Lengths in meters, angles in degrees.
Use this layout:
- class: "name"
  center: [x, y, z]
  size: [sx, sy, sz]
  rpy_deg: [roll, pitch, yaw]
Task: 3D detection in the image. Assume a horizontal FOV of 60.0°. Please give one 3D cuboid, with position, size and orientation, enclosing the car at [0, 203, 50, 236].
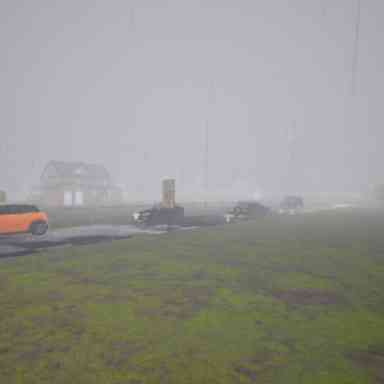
- class: "car"
  center: [-9.558, 1.355, 16.318]
  size: [2.097, 1.767, 4.553]
  rpy_deg: [0, 0, 42]

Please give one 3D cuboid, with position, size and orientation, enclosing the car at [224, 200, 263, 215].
- class: "car"
  center: [5.815, 1.655, 36.853]
  size: [2.033, 1.411, 5.357]
  rpy_deg: [0, 0, 36]

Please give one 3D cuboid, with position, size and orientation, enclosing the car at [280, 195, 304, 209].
- class: "car"
  center: [14.882, 1.510, 49.264]
  size: [2.150, 2.045, 5.566]
  rpy_deg: [0, 0, 36]

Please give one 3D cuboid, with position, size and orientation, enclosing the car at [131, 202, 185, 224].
- class: "car"
  center: [-2.497, 1.537, 25.337]
  size: [2.128, 1.511, 4.902]
  rpy_deg: [0, 0, 36]

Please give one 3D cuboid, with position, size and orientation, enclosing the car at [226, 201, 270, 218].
- class: "car"
  center: [5.556, 1.644, 31.466]
  size: [2.033, 1.411, 5.357]
  rpy_deg: [0, 0, 36]
